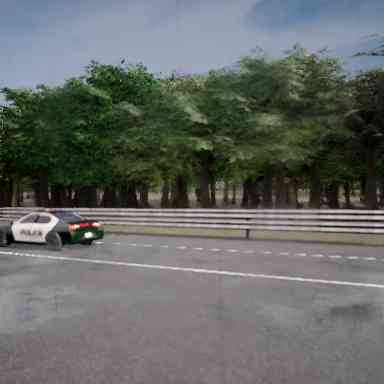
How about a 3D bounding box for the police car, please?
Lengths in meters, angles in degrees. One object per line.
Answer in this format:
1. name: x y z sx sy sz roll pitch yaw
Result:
1. police car: -6.205 1.534 14.038 4.974 1.542 2.038 -1 -1 26
